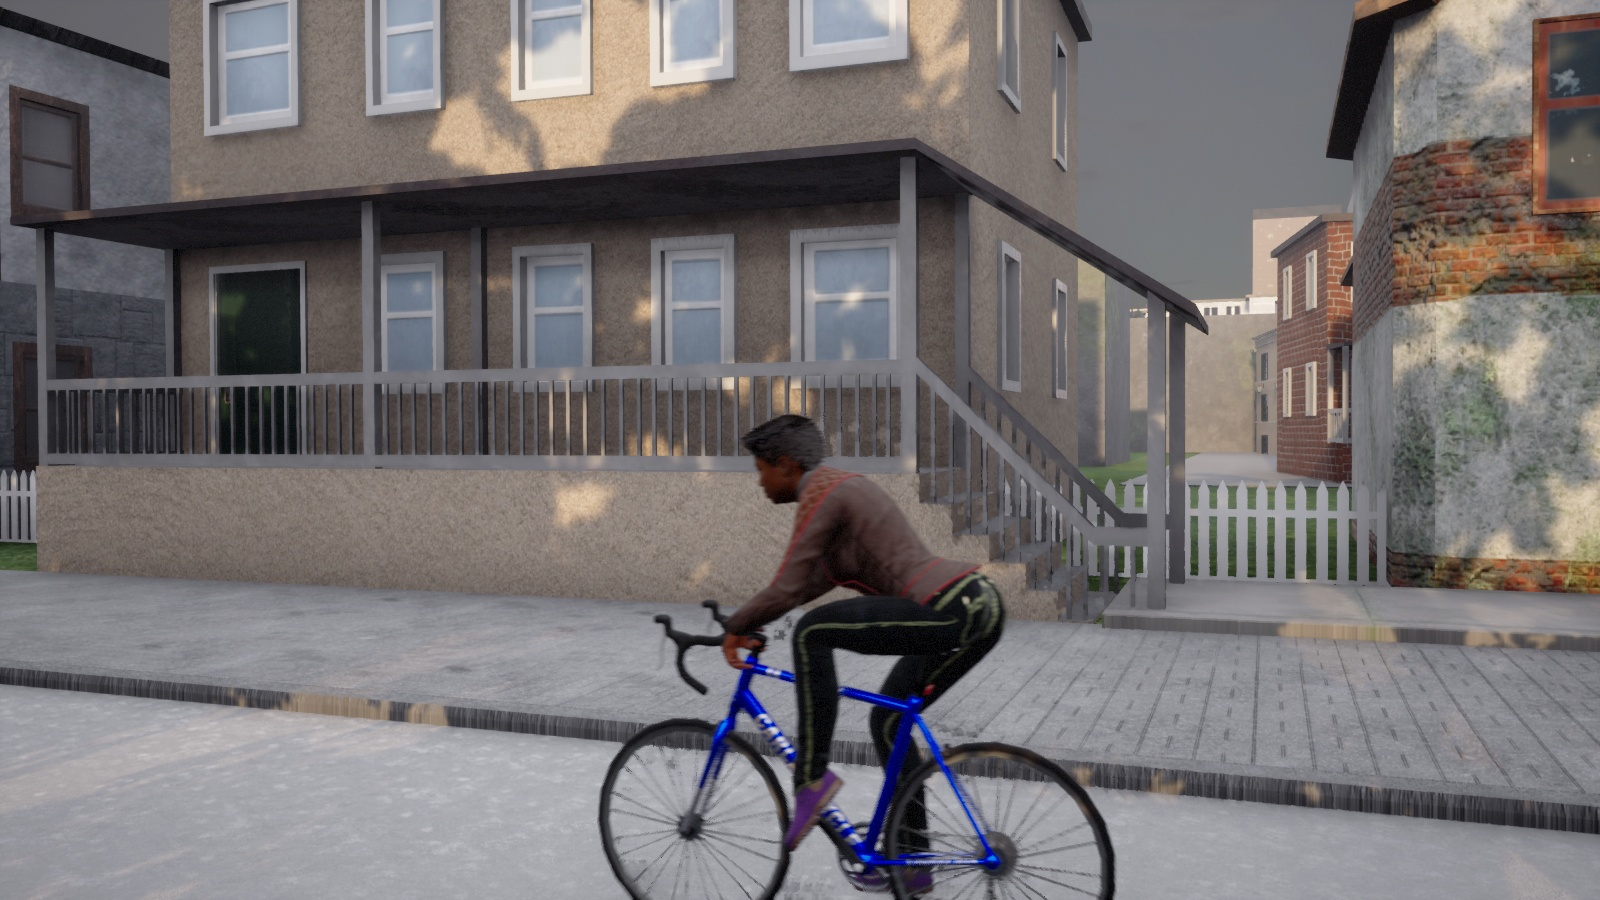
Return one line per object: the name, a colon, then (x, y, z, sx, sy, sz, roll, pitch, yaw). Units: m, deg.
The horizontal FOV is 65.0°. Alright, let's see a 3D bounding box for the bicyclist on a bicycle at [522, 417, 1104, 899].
bicyclist on a bicycle: (0.035, 0.719, 3.798, 1.656, 1.620, 0.582, 0, 1, 21)
